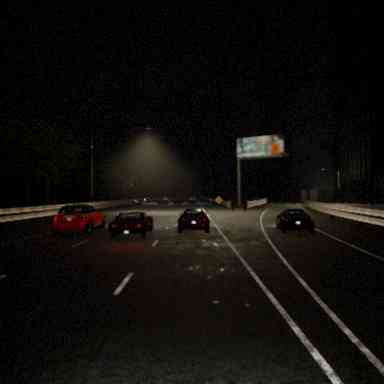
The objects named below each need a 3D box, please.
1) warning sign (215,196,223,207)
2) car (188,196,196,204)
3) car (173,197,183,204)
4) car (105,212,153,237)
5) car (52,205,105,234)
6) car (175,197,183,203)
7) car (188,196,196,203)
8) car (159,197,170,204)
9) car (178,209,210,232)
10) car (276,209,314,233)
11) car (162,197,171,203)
[{"bbox_3d":[4.562,1.644,56.652,1.300,1.860,1.060,-1,-1,0],"label":"warning sign"},{"bbox_3d":[0.035,2.212,80.028,2.128,1.511,4.902,0,0,0],"label":"car"},{"bbox_3d":[-3.466,2.215,80.446,1.812,1.442,4.674,0,0,0],"label":"car"},{"bbox_3d":[-3.392,1.807,19.444,1.895,1.301,4.718,0,-1,0],"label":"car"},{"bbox_3d":[-6.892,1.571,20.798,2.097,1.767,4.553,0,-1,0],"label":"car"},{"bbox_3d":[-3.462,2.110,90.452,1.837,1.490,4.892,0,0,0],"label":"car"},{"bbox_3d":[0.038,1.965,90.422,2.097,1.767,4.553,0,0,0],"label":"car"},{"bbox_3d":[-6.966,2.243,80.448,1.994,1.385,4.181,0,0,0],"label":"car"},{"bbox_3d":[0.109,1.793,21.738,1.994,1.385,4.181,0,-1,0],"label":"car"},{"bbox_3d":[6.550,1.786,21.478,1.994,1.385,4.181,0,-1,9],"label":"car"},{"bbox_3d":[-6.961,2.134,90.454,2.128,1.511,4.902,0,0,0],"label":"car"}]
